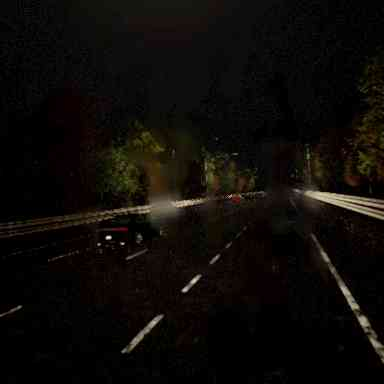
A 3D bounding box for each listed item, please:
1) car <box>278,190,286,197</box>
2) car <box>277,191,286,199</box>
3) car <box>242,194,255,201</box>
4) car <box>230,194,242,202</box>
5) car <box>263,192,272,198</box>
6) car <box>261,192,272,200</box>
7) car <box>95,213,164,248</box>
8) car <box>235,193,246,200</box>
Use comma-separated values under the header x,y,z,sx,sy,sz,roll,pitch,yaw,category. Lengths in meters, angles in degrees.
x,y,z,sx,sy,sz,roll,pitch,yaw,category
23.006,0.409,85.122,1.882,1.535,5.008,-4,-1,16,car
20.229,0.625,75.080,1.882,1.535,5.008,-4,-1,16,car
13.503,1.140,76.951,1.882,1.535,5.008,-4,-1,16,car
10.141,1.398,77.886,1.882,1.535,5.008,-4,-1,16,car
19.649,0.741,86.057,1.994,1.385,4.181,-4,-1,16,car
16.871,0.944,76.015,2.033,1.411,5.357,-4,-1,16,car
-3.010,1.837,17.025,1.882,1.535,5.008,-4,-1,16,car
12.921,1.229,87.928,2.128,1.511,4.902,-4,-1,16,car
